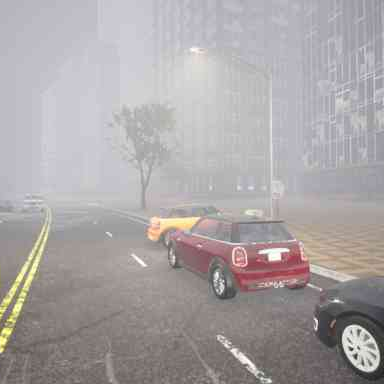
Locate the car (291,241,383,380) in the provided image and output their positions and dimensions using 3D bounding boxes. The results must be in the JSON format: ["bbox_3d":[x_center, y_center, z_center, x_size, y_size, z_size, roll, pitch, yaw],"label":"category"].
[{"bbox_3d":[3.629,1.505,3.334,1.837,1.490,4.892,0,0,-35],"label":"car"}]

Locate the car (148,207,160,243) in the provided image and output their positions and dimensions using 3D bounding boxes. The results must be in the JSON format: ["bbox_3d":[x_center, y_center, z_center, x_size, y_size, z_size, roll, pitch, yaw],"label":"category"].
[{"bbox_3d":[0.425,1.276,14.371,4.553,1.767,2.097,-3,1,-18],"label":"car"}]

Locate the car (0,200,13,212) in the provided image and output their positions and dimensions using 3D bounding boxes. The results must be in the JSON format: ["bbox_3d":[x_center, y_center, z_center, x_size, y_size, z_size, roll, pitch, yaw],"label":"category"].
[{"bbox_3d":[-21.705,1.602,38.048,1.994,1.385,4.181,0,0,-24],"label":"car"}]

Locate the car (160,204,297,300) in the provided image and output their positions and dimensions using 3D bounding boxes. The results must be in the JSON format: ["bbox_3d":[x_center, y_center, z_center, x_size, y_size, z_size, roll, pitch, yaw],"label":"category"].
[{"bbox_3d":[0.905,1.355,8.810,2.097,1.767,4.553,0,0,-22],"label":"car"}]

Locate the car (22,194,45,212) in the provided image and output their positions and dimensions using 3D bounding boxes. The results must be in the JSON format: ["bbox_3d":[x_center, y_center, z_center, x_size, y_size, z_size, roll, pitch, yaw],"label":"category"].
[{"bbox_3d":[-18.722,1.262,39.338,2.150,2.045,5.566,0,0,-24],"label":"car"}]
